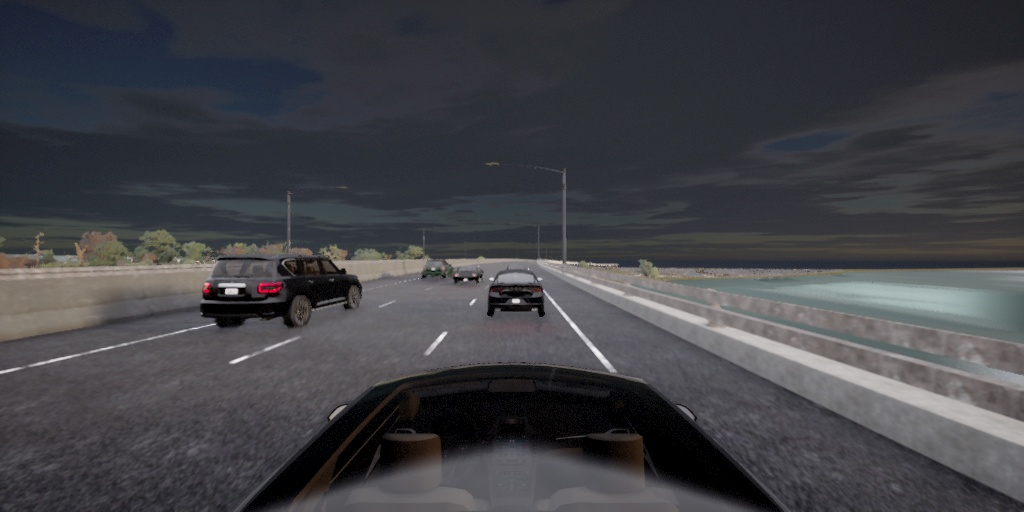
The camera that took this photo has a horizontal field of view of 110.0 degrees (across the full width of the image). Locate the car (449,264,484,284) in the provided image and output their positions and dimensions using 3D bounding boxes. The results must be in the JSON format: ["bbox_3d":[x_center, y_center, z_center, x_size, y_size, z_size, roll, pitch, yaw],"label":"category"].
[{"bbox_3d":[-3.218,1.372,27.371,1.895,1.301,4.718,0,0,1],"label":"car"}]

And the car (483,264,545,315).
[{"bbox_3d":[0.143,1.234,13.551,1.882,1.535,5.008,0,0,0],"label":"car"}]

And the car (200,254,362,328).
[{"bbox_3d":[-6.879,0.973,11.496,2.150,2.045,5.566,0,0,0],"label":"car"}]

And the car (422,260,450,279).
[{"bbox_3d":[-6.626,1.129,32.518,2.097,1.767,4.553,0,0,1],"label":"car"}]

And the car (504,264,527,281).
[{"bbox_3d":[0.360,1.379,31.852,1.895,1.301,4.718,0,0,1],"label":"car"}]
